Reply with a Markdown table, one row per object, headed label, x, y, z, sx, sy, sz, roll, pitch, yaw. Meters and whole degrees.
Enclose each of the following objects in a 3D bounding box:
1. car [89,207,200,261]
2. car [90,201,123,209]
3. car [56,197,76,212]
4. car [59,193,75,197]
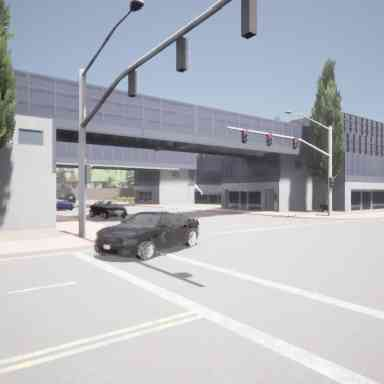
| label | x | y | z | sx | sy | sz | roll | pitch | yaw |
| --- | --- | --- | --- | --- | --- | --- | --- | --- | --- |
| car | -1.471 | 1.478 | 12.724 | 1.882 | 1.535 | 5.008 | 2 | 1 | 29 |
| car | -7.070 | 1.493 | 27.902 | 2.128 | 1.511 | 4.902 | 0 | 0 | -36 |
| car | -15.557 | 1.601 | 39.576 | 1.895 | 1.301 | 4.718 | 0 | 0 | -36 |
| car | -23.749 | 1.221 | 63.027 | 2.150 | 2.045 | 5.566 | 0 | 0 | -36 |
